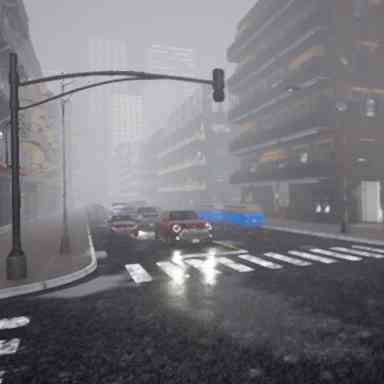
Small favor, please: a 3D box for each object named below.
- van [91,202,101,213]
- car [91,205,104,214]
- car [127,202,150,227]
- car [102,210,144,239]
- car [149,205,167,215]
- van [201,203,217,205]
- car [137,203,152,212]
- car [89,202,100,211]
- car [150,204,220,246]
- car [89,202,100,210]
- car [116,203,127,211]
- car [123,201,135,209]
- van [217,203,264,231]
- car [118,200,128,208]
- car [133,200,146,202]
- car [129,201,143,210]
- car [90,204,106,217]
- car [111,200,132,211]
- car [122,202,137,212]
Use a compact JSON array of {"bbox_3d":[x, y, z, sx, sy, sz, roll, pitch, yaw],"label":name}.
[{"bbox_3d":[-18.356,2.915,63.495,1.690,1.788,3.998,-2,-1,-18],"label":"van"},{"bbox_3d":[-16.609,2.989,58.168,2.008,1.369,4.403,-2,-1,-18],"label":"car"},{"bbox_3d":[-3.698,1.933,26.902,2.097,1.767,4.553,-1,-1,-18],"label":"car"},{"bbox_3d":[-4.434,2.076,20.902,1.802,1.307,4.206,-2,-1,-18],"label":"car"},{"bbox_3d":[-5.188,2.605,50.088,1.802,1.307,4.206,-2,-1,-18],"label":"car"},{"bbox_3d":[1.759,1.824,28.797,1.690,1.788,3.998,-2,-1,-18],"label":"van"},{"bbox_3d":[-8.721,2.822,60.898,1.752,1.417,4.829,-2,-1,-18],"label":"car"},{"bbox_3d":[-21.856,3.160,74.135,2.192,1.841,5.009,-2,-1,-18],"label":"car"},{"bbox_3d":[-0.542,1.689,17.281,2.097,1.767,4.553,-1,-1,-18],"label":"car"},{"bbox_3d":[-14.874,2.744,52.846,1.967,1.590,4.097,-2,-1,-18],"label":"car"},{"bbox_3d":[-6.930,2.310,36.825,1.882,1.535,5.008,-1,-1,-18],"label":"car"},{"bbox_3d":[-15.633,3.149,82.034,2.192,1.841,5.009,-2,-1,-18],"label":"car"},{"bbox_3d":[3.498,1.689,23.473,1.690,1.788,3.998,-2,-1,-18],"label":"van"},{"bbox_3d":[-19.277,3.322,92.273,2.150,2.045,5.566,-1,-1,-18],"label":"car"},{"bbox_3d":[-8.198,2.332,50.965,2.150,2.045,5.566,-1,-1,-18],"label":"car"},{"bbox_3d":[-12.154,2.878,71.386,2.192,1.841,5.009,-2,-1,-18],"label":"car"},{"bbox_3d":[-13.130,2.750,47.521,1.802,1.307,4.206,-2,-1,-18],"label":"car"},{"bbox_3d":[-10.158,2.306,46.823,2.150,2.045,5.566,-1,-1,-18],"label":"car"},{"bbox_3d":[-11.519,2.720,61.128,2.097,1.767,4.553,-1,-1,-18],"label":"car"}]
